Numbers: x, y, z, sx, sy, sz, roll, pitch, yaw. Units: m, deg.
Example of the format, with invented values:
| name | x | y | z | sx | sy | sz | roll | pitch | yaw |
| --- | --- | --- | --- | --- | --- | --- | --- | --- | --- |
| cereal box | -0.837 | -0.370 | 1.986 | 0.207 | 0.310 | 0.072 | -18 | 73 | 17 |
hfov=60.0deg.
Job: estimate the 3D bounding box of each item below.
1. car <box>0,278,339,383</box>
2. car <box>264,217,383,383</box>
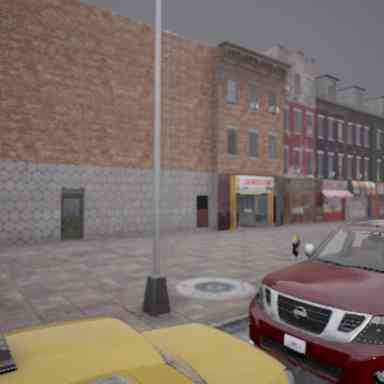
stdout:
| name | x | y | z | sx | sy | sz | roll | pitch | yaw |
| --- | --- | --- | --- | --- | --- | --- | --- | --- | --- |
| car | -1.357 | 1.527 | 1.809 | 4.829 | 1.417 | 1.752 | 1 | -1 | -37 |
| car | 3.152 | 1.376 | 5.170 | 5.009 | 1.841 | 2.192 | 1 | -1 | -37 |
